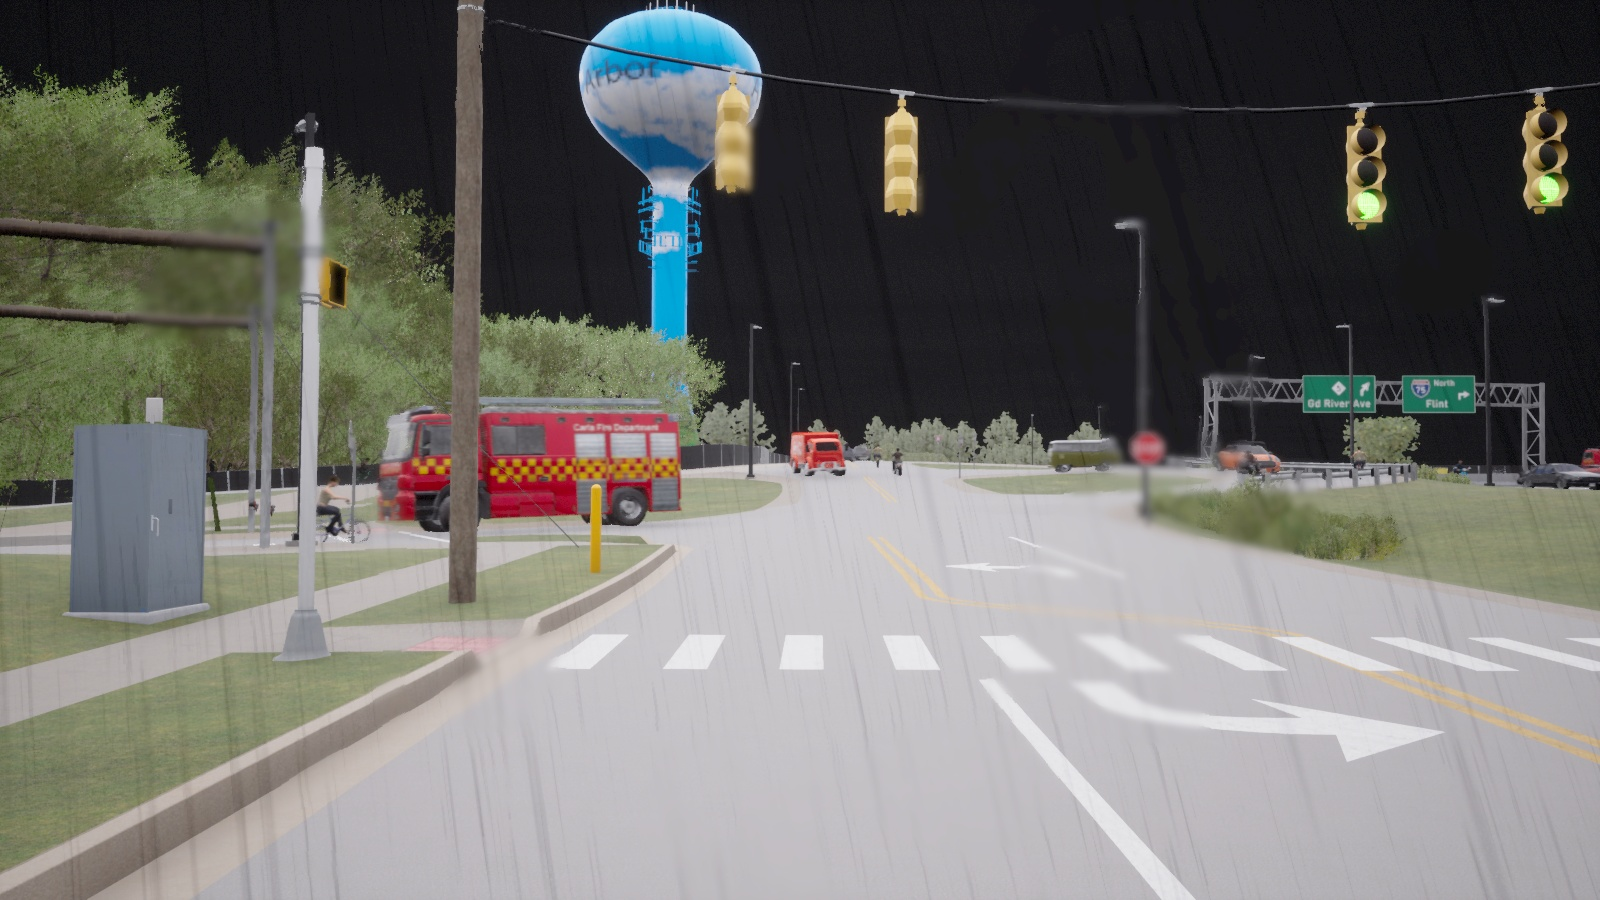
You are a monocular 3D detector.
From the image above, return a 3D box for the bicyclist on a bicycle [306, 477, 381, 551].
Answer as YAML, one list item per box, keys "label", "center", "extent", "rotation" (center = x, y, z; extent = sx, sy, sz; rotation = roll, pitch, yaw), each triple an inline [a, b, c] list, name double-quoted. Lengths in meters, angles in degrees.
- label: "bicyclist on a bicycle"
  center: [-10.567, 1.477, 29.062]
  extent: [1.509, 1.612, 0.866]
  rotation: [-2, -2, -24]

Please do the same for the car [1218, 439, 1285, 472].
- label: "car"
  center: [25.361, 0.303, 70.647]
  extent: [2.097, 1.767, 4.553]
  rotation: [-1, 1, 0]

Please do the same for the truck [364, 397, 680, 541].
- label: "truck"
  center: [-8.045, 0.501, 36.892]
  extent: [8.468, 3.827, 2.891]
  rotation: [-1, -2, -32]

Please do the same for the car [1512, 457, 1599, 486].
- label: "car"
  center: [38.841, 1.080, 64.079]
  extent: [2.033, 1.411, 5.357]
  rotation: [0, -1, 1]

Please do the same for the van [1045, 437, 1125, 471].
- label: "van"
  center: [17.396, 0.238, 76.741]
  extent: [4.442, 1.987, 1.775]
  rotation: [-1, 1, 1]

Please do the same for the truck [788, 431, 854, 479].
- label: "truck"
  center: [1.139, 0.225, 73.184]
  extent: [2.627, 2.467, 5.204]
  rotation: [-2, 3, -12]

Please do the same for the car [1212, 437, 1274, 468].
- label: "car"
  center: [28.104, 0.154, 79.836]
  extent: [1.905, 1.878, 3.866]
  rotation: [0, 0, -14]
